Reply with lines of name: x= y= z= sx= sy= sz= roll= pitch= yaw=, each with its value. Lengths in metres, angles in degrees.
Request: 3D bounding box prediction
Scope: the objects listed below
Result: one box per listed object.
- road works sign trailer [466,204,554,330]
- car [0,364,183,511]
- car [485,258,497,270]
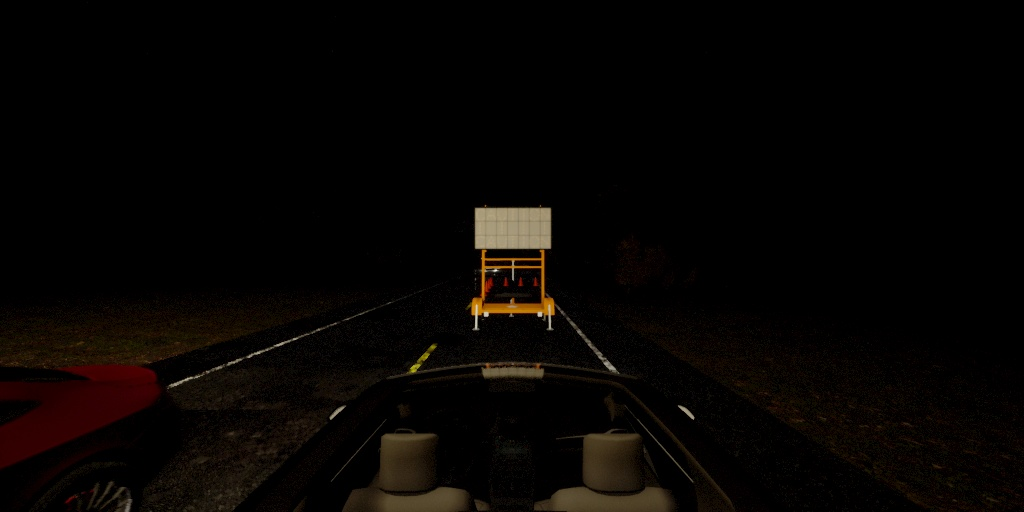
road works sign trailer: x=0.034 y=0.215 z=11.107 sx=2.380 sy=3.560 sz=2.880 roll=0 pitch=0 yaw=0
car: x=-3.503 y=1.275 z=0.916 sx=1.812 sy=1.442 sz=4.674 roll=0 pitch=0 yaw=0
car: x=-3.309 y=1.132 z=53.440 sx=2.097 sy=1.767 sz=4.553 roll=0 pitch=0 yaw=0
